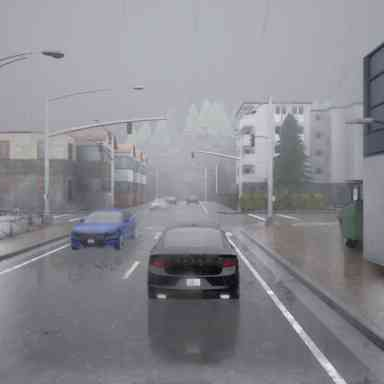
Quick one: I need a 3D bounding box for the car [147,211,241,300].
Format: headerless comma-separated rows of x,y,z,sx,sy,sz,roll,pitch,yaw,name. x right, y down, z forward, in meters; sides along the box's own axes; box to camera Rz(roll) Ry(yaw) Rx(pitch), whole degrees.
0.049,1.478,8.475,1.882,1.535,5.008,0,0,1,car

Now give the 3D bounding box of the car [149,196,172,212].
-3.719,1.526,38.644,1.812,1.442,4.674,0,0,2,car

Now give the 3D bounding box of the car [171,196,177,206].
-3.584,1.477,56.717,1.882,1.535,5.008,0,0,0,car

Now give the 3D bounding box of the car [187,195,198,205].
0.096,1.352,60.280,2.097,1.767,4.553,0,0,0,car

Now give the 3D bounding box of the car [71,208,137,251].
-3.598,1.478,14.345,1.882,1.535,5.008,0,0,0,car
